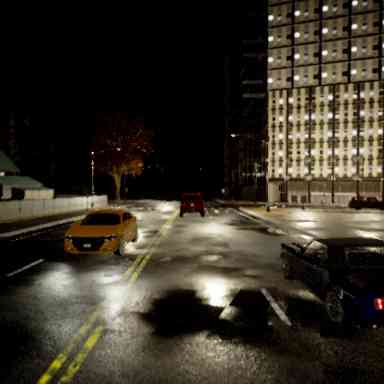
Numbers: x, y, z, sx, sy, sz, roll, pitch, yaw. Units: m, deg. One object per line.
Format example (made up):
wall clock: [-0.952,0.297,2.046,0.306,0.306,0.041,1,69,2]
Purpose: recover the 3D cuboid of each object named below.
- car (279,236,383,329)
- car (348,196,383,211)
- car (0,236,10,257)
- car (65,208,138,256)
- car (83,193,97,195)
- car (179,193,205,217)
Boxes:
car: [3.248,1.577,6.897,1.895,1.301,4.718,0,0,0]
car: [23.001,1.526,43.228,5.009,1.841,2.192,1,2,20]
car: [-6.601,1.573,8.148,1.895,1.301,4.718,0,0,0]
car: [-3.349,1.434,13.127,1.882,1.535,5.008,0,0,0]
car: [-20.372,0.985,64.889,4.553,1.767,2.097,1,2,21]
car: [-0.010,1.131,30.073,2.150,2.045,5.566,0,0,-1]
